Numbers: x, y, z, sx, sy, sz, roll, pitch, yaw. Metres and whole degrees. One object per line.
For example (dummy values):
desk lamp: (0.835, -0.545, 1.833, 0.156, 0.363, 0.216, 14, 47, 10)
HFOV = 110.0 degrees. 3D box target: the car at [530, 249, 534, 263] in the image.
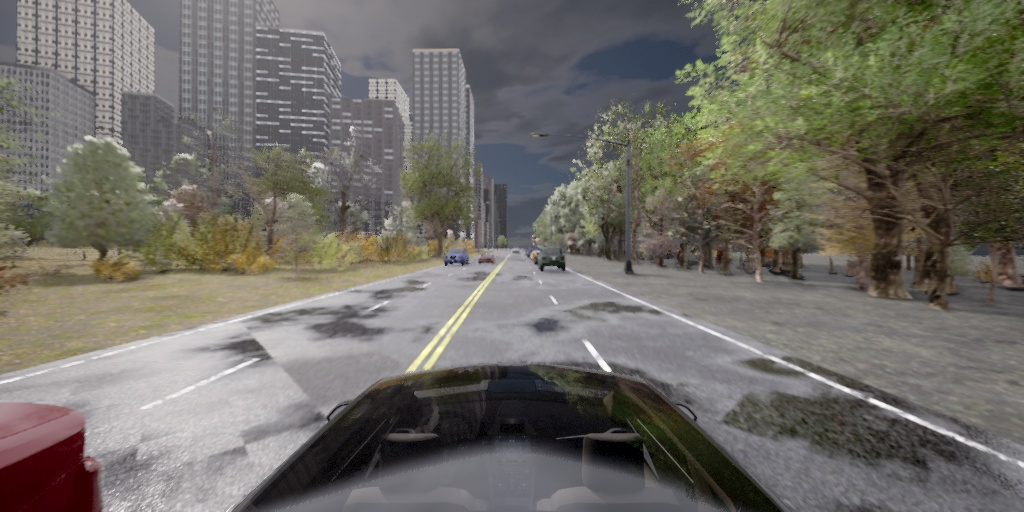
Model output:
car: (3.593, 0.224, 42.932, 2.163, 1.488, 4.792, -1, 2, 1)

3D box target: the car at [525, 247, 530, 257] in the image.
car: (3.904, -0.685, 64.929, 2.150, 2.045, 5.566, 1, 2, 1)

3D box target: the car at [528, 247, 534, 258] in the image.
car: (3.759, -0.136, 53.904, 1.882, 1.535, 5.008, 1, 2, 1)

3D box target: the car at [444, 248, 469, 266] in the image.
car: (-6.258, 0.063, 40.951, 2.150, 2.045, 5.566, 0, 2, 1)

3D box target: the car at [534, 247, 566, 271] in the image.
car: (3.443, 0.222, 31.925, 2.150, 2.045, 5.566, -1, 2, 1)

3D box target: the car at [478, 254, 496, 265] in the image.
car: (-2.964, 0.376, 42.679, 1.895, 1.301, 4.718, 0, 1, 1)
